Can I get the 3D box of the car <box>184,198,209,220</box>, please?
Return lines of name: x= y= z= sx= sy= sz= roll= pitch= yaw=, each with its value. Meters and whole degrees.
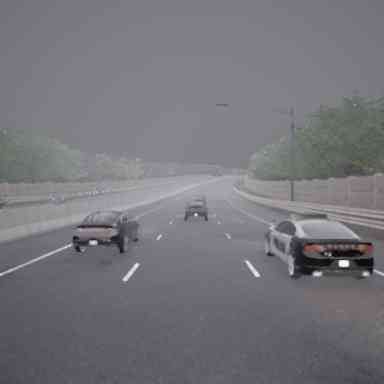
car: x=0.372 y=1.507 z=27.927 sx=1.837 sy=1.490 sz=4.892 roll=0 pitch=0 yaw=1

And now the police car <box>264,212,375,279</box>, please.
police car: x=3.542 y=1.454 z=10.299 sx=1.930 sy=1.638 sz=5.238 roll=0 pitch=0 yaw=1

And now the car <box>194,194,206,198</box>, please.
car: x=1.001 y=1.387 z=45.670 sx=1.837 sy=1.490 sz=4.892 roll=0 pitch=1 yaw=2

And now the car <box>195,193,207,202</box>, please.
car: x=1.766 y=1.008 z=63.738 sx=2.033 sy=1.411 sz=5.357 roll=0 pitch=2 yaw=4

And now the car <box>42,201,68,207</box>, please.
car: x=-13.537 y=1.564 z=33.194 sx=1.994 sy=1.385 sz=4.181 roll=0 pitch=0 yaw=2

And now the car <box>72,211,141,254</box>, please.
car: x=-3.309 y=1.509 z=13.664 sx=2.128 sy=1.511 sz=4.902 roll=0 pitch=0 yaw=1

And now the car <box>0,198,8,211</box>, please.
car: x=-20.533 y=1.255 z=33.385 sx=1.837 sy=1.490 sz=4.892 roll=0 pitch=0 yaw=2
